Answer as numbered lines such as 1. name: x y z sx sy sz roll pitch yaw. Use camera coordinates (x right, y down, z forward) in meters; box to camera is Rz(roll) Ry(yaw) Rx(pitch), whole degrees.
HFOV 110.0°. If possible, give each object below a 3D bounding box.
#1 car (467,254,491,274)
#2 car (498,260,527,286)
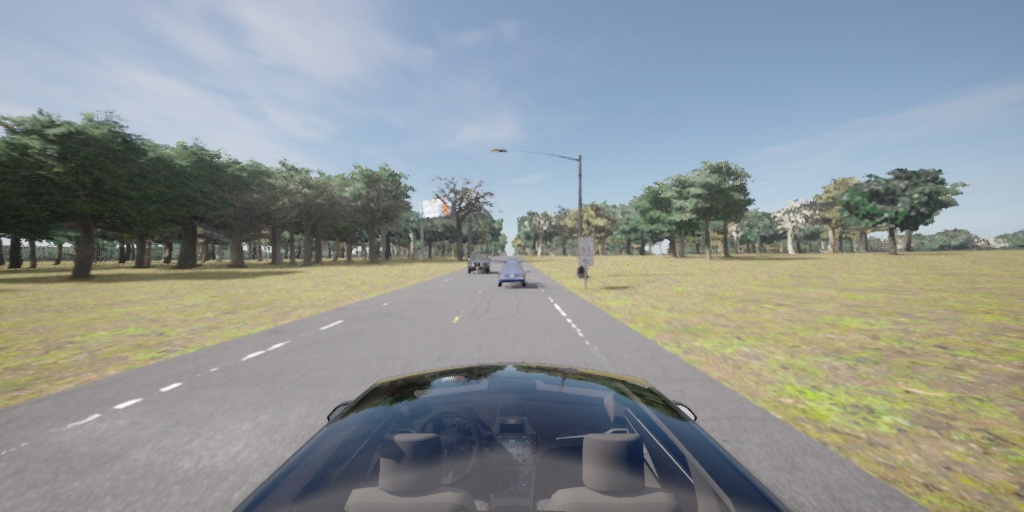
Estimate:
1. car: -3.510 0.813 39.008 2.150 2.045 5.566 0 1 0
2. car: 0.020 1.238 24.495 2.033 1.411 5.357 0 0 1
